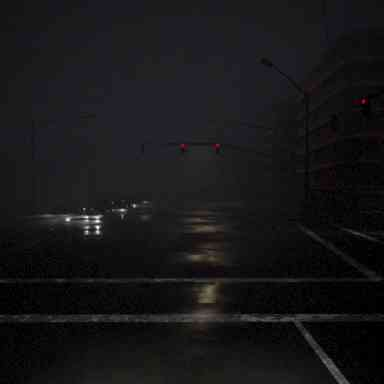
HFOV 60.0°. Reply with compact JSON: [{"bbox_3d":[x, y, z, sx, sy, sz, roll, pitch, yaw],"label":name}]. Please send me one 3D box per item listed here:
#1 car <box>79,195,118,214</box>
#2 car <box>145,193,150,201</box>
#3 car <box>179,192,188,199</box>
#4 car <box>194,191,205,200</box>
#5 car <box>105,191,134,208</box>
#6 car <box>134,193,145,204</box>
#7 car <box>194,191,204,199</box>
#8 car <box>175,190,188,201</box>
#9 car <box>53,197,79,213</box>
[{"bbox_3d":[-9.519,1.369,34.257,2.128,1.511,4.902,0,1,1],"label":"car"},{"bbox_3d":[-9.093,0.947,63.478,2.033,1.411,5.357,0,1,1],"label":"car"},{"bbox_3d":[-1.890,0.720,76.187,1.812,1.442,4.674,0,1,1],"label":"car"},{"bbox_3d":[1.574,0.855,65.405,2.128,1.511,4.902,0,1,1],"label":"car"},{"bbox_3d":[-9.402,1.106,43.299,2.097,1.767,4.553,0,1,1],"label":"car"},{"bbox_3d":[-9.280,1.132,52.943,2.033,1.411,5.357,0,1,1],"label":"car"},{"bbox_3d":[1.604,0.556,75.795,2.097,1.767,4.553,0,1,1],"label":"car"},{"bbox_3d":[-1.977,0.656,61.527,2.150,2.045,5.566,0,1,1],"label":"car"},{"bbox_3d":[-13.007,1.346,35.324,1.882,1.535,5.008,0,1,1],"label":"car"}]
